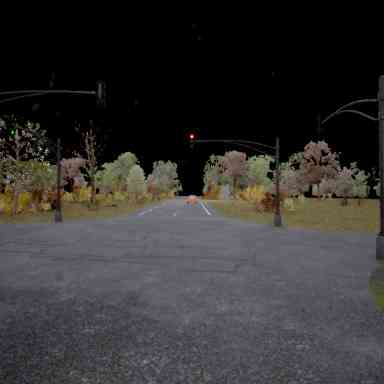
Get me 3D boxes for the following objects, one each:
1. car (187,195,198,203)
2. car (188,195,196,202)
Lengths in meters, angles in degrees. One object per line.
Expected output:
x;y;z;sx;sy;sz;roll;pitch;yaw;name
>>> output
0.061;1.424;68.025;2.097;1.767;4.553;0;0;0;car
0.070;1.449;78.060;1.812;1.442;4.674;0;0;0;car
